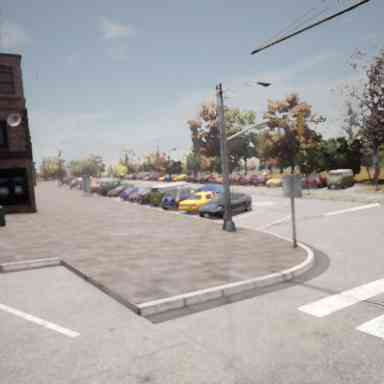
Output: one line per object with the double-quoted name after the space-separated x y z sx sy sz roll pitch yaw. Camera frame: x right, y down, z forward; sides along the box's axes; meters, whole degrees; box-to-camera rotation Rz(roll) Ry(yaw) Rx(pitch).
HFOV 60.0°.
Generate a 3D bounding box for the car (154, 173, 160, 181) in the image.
-5.651 -3.308 78.217 5.366 1.575 1.946 -8 7 -44 "car"

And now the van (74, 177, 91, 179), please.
-22.269 -1.865 71.589 4.442 1.987 1.878 -10 7 -44 "van"

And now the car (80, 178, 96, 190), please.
-17.202 -1.173 60.613 2.185 1.767 4.553 1 7 44 "car"

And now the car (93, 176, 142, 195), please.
-10.499 -0.607 47.103 2.435 2.045 5.566 0 7 43 "car"

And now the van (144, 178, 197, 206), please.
-1.848 0.181 31.228 1.878 1.987 4.442 0 7 41 "van"

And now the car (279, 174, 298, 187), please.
13.356 -1.449 41.551 1.946 1.575 5.366 0 6 41 "car"

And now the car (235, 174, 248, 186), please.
8.964 -1.766 49.194 2.002 1.452 4.674 1 6 42 "car"

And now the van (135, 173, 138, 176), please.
-13.051 -4.417 94.456 4.442 1.987 1.878 -7 7 -44 "van"

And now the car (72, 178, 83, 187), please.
-21.195 -1.460 68.658 1.946 1.575 5.366 1 8 45 "car"

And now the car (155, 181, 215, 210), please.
-0.448 0.420 28.499 2.185 1.767 4.553 0 7 40 "car"

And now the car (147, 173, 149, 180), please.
-8.023 -3.583 83.725 4.792 1.488 2.163 -8 7 -44 "car"

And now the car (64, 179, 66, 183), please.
-29.866 -2.762 87.871 5.566 2.045 2.435 -10 7 -44 "car"

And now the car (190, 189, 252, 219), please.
2.428 0.833 23.258 2.163 1.488 4.792 0 7 40 "car"

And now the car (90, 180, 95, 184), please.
-14.568 -0.764 55.184 2.097 1.535 5.008 1 7 44 "car"

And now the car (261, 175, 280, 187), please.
11.680 -1.539 43.856 1.946 1.575 5.366 1 6 41 "car"

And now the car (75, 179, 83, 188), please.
-19.806 -1.333 66.061 2.097 1.535 5.008 0 7 45 "car"

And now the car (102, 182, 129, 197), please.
-9.094 -0.181 44.425 2.002 1.452 4.674 1 7 42 "car"

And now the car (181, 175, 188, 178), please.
0.868 -2.583 65.007 2.163 1.488 4.792 1 6 44 "car"

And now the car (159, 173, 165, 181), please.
-4.277 -3.176 75.659 4.892 1.521 2.231 -8 6 -45 "car"

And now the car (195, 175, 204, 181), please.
3.483 -2.335 59.681 2.097 1.535 5.008 1 6 43 "car"

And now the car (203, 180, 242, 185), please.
2.402 -0.039 33.227 1.882 1.535 5.008 -6 6 -29 "car"

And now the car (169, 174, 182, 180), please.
-1.746 -2.889 70.300 2.097 1.535 5.008 1 6 45 "car"

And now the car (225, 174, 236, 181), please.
7.544 -2.058 51.772 2.185 1.767 4.553 1 6 42 "car"

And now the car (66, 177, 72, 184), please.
-27.373 -2.465 82.412 5.566 2.045 2.435 -10 8 -44 "car"

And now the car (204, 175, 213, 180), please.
4.853 -2.328 57.058 2.185 1.767 4.553 2 6 43 "car"

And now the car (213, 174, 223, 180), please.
6.320 -2.088 54.559 1.946 1.575 5.366 1 6 43 "car"

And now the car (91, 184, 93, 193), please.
-11.877 -0.488 49.786 2.097 1.535 5.008 0 7 43 "car"

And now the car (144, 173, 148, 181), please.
-9.225 -3.736 86.473 4.792 1.488 2.163 -7 6 -44 "car"

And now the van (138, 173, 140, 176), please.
-11.812 -4.270 91.752 4.442 1.987 1.878 -8 7 -44 "van"

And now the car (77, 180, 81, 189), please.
-18.501 -1.189 63.342 2.231 1.521 4.892 1 8 45 "car"

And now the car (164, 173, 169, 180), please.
-3.039 -3.155 72.948 2.185 1.767 4.553 1 6 45 "car"

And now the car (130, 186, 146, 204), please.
-3.380 0.296 33.792 2.231 1.521 4.892 0 7 41 "car"

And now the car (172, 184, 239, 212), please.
1.204 0.637 26.057 1.946 1.575 5.366 0 7 40 "car"

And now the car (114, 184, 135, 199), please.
-6.269 0.080 39.096 2.002 1.452 4.674 0 7 42 "car"

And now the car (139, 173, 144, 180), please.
-10.614 -3.895 89.019 5.366 1.575 1.946 -8 7 -44 "car"

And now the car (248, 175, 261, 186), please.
10.374 -1.639 46.593 2.002 1.452 4.674 1 6 42 "car"

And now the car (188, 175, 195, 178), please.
2.144 -2.439 62.302 2.163 1.488 4.792 2 7 44 "car"

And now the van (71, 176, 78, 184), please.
-24.779 -2.161 77.058 4.442 1.987 1.878 -10 7 -44 "van"

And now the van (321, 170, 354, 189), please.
16.072 -1.399 36.158 1.878 1.987 4.442 1 6 40 "van"

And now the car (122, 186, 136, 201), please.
-4.821 0.207 36.443 2.002 1.452 4.674 0 7 41 "car"

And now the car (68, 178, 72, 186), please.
-26.092 -2.071 79.726 5.008 1.535 2.097 -10 7 -44 "car"

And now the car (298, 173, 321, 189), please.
14.658 -1.428 38.800 2.185 1.767 4.553 0 6 41 "car"

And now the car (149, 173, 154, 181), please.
-6.764 -3.721 81.047 5.566 2.045 2.435 -8 6 -44 "car"
